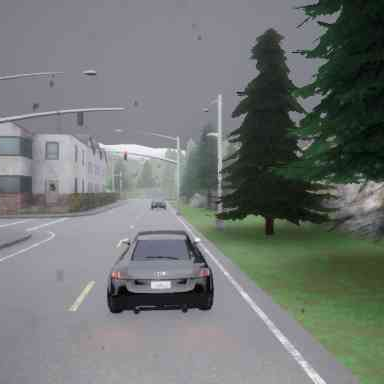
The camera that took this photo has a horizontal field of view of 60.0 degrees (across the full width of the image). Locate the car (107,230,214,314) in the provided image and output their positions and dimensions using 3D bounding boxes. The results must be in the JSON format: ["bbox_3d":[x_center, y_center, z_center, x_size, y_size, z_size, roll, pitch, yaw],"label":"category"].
[{"bbox_3d":[-0.693,1.564,7.711,1.994,1.385,4.181,0,0,-5],"label":"car"}]

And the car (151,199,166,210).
[{"bbox_3d":[-4.437,1.601,43.922,1.895,1.301,4.718,0,0,-6],"label":"car"}]
